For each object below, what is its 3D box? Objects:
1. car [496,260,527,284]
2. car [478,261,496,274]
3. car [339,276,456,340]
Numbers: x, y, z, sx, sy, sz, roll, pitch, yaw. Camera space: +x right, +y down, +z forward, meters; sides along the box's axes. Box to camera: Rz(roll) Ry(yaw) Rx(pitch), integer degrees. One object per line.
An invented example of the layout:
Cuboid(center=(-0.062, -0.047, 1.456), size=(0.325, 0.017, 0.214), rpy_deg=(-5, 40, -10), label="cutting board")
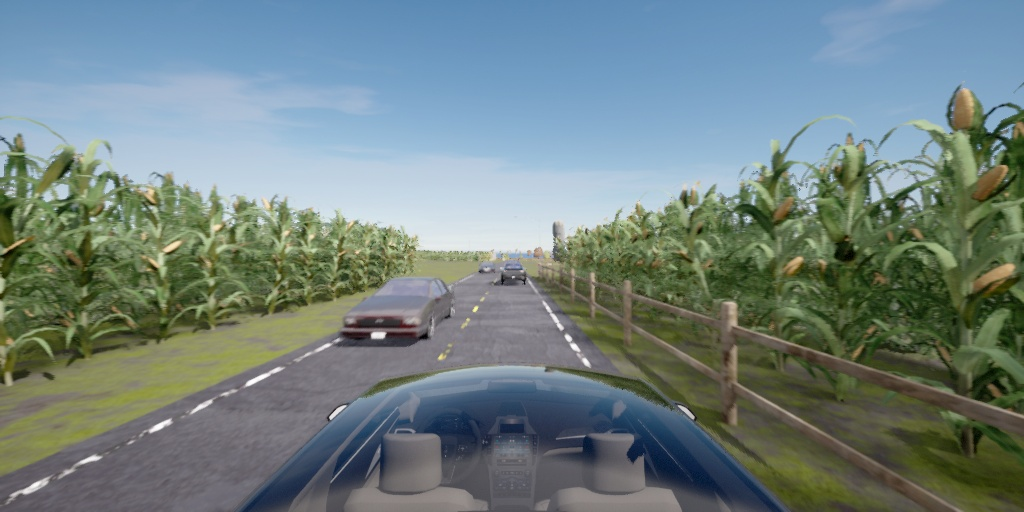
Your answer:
Cuboid(center=(0.104, 1.270, 27.087), size=(2.128, 1.511, 4.902), rpy_deg=(0, 0, 0), label="car")
Cuboid(center=(-2.825, 1.329, 42.136), size=(1.812, 1.442, 4.674), rpy_deg=(0, 0, 0), label="car")
Cuboid(center=(-2.823, 1.304, 10.268), size=(2.033, 1.411, 5.357), rpy_deg=(0, 0, 0), label="car")
